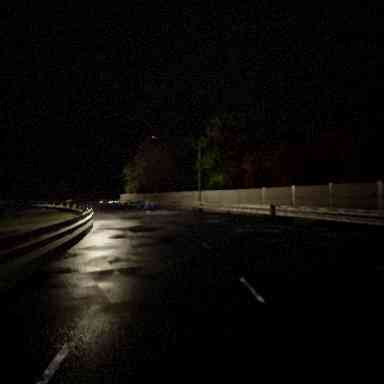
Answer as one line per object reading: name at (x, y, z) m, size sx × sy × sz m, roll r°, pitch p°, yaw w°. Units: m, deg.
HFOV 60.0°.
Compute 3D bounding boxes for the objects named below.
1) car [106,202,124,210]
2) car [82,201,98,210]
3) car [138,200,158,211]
car at (-13.472, 2.374, 57.990) m, size 1.994 × 1.385 × 4.181 m, roll 0°, pitch -1°, yaw -32°
car at (-17.848, 2.365, 58.379) m, size 1.812 × 1.442 × 4.674 m, roll 0°, pitch -1°, yaw -34°
car at (-7.262, 2.082, 54.340) m, size 2.097 × 1.767 × 4.553 m, roll 0°, pitch -1°, yaw -29°
